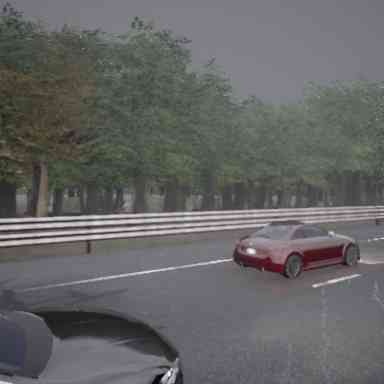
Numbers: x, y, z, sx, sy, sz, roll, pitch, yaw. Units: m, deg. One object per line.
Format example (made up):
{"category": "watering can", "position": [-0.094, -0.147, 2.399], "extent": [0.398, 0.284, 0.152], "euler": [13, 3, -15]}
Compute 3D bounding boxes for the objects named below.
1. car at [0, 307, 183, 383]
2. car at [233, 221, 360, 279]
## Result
{"category": "car", "position": [-2.288, 1.483, 2.077], "extent": [4.902, 1.511, 2.128], "euler": [0, 0, -36]}
{"category": "car", "position": [3.277, 1.599, 10.214], "extent": [4.181, 1.385, 1.994], "euler": [0, 0, -34]}
